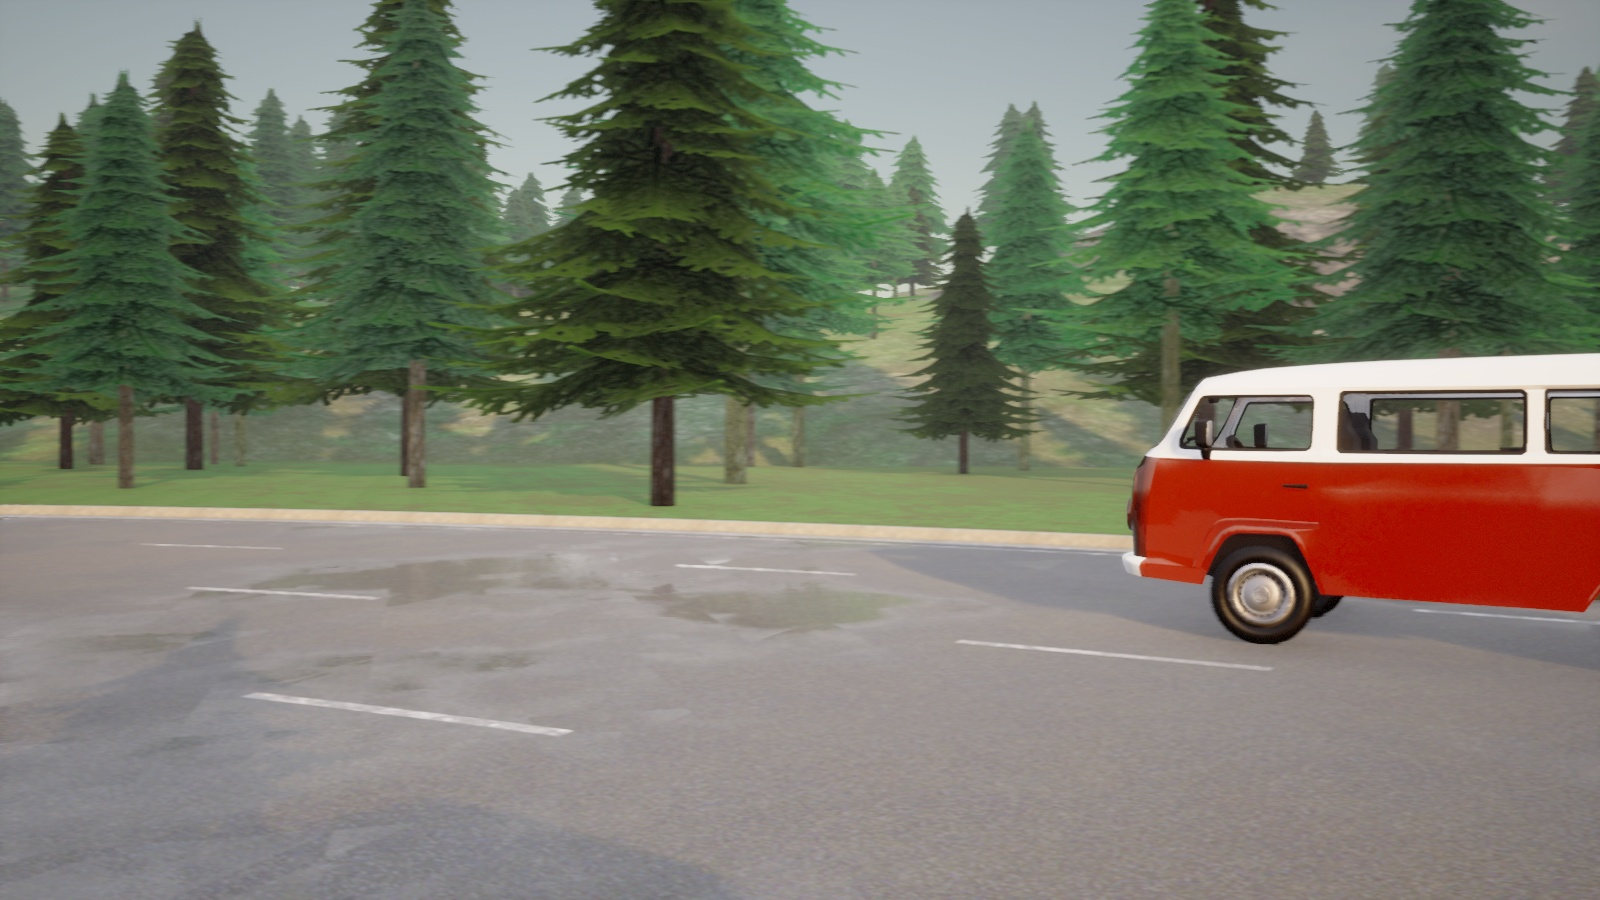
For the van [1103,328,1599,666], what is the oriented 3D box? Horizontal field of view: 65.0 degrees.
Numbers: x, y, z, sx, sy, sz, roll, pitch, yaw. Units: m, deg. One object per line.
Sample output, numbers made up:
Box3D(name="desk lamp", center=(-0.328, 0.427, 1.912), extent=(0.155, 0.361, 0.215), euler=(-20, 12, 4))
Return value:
Box3D(name="van", center=(4.676, 0.274, 8.896), extent=(4.480, 2.038, 2.069), euler=(0, 1, 32))
